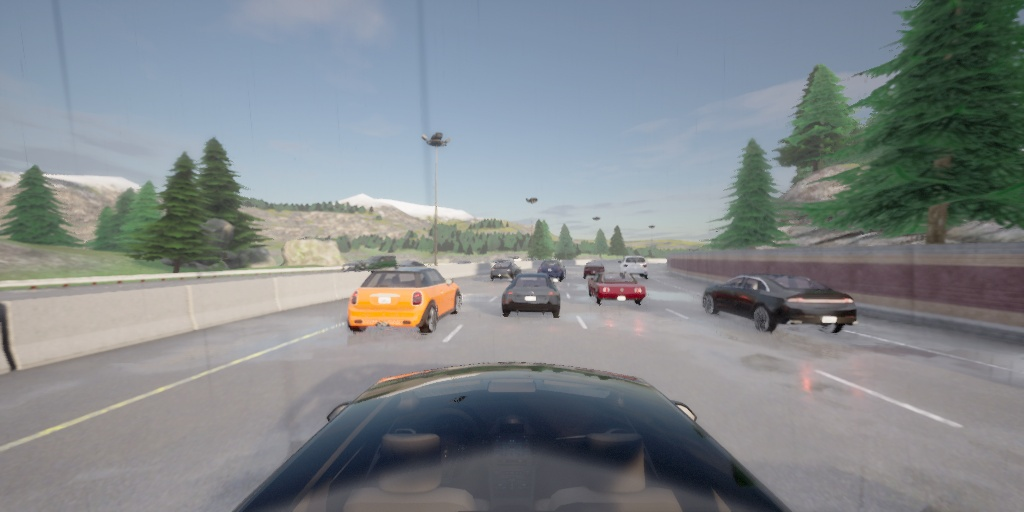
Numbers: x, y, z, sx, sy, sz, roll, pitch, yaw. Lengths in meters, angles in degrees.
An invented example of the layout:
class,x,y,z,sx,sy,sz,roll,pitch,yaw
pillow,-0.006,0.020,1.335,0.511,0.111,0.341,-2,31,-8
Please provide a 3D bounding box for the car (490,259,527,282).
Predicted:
class,x,y,z,sx,sy,sz,roll,pitch,yaw
car,-0.441,1.247,29.207,2.128,1.511,4.902,0,0,11

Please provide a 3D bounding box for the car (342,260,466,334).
class,x,y,z,sx,sy,sz,roll,pitch,yaw
car,-2.951,1.095,10.813,2.097,1.767,4.553,0,0,4

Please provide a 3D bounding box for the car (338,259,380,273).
class,x,y,z,sx,sy,sz,roll,pitch,yaw
car,-18.648,1.195,44.008,2.128,1.511,4.902,0,0,15

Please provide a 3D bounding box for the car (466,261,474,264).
class,x,y,z,sx,sy,sz,roll,pitch,yaw
car,-6.703,1.288,47.495,2.033,1.411,5.357,0,0,18

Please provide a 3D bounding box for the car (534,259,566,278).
class,x,y,z,sx,sy,sz,roll,pitch,yaw
car,3.430,1.119,30.541,2.097,1.767,4.553,0,0,12

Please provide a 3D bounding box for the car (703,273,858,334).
class,x,y,z,sx,sy,sz,roll,pitch,yaw
car,7.547,1.267,10.752,2.128,1.511,4.902,0,0,4

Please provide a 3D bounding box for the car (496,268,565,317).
class,x,y,z,sx,sy,sz,roll,pitch,yaw
car,0.759,1.319,13.364,1.994,1.385,4.181,0,0,5

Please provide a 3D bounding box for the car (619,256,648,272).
class,x,y,z,sx,sy,sz,roll,pitch,yaw
car,11.224,1.013,33.294,2.150,2.045,5.566,0,0,14

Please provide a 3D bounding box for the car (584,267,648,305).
class,x,y,z,sx,sy,sz,roll,pitch,yaw
car,4.535,1.368,16.245,1.895,1.301,4.718,0,0,6

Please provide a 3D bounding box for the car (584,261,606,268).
class,x,y,z,sx,sy,sz,roll,pitch,yaw
car,7.837,1.259,34.032,1.882,1.535,5.008,0,0,14

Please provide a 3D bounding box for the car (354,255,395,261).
class,x,y,z,sx,sy,sz,roll,pitch,yaw
car,-15.615,0.935,41.882,2.150,2.045,5.566,0,0,15

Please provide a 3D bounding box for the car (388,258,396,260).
class,x,y,z,sx,sy,sz,roll,pitch,yaw
car,-12.001,1.249,41.837,1.812,1.442,4.674,0,0,16
